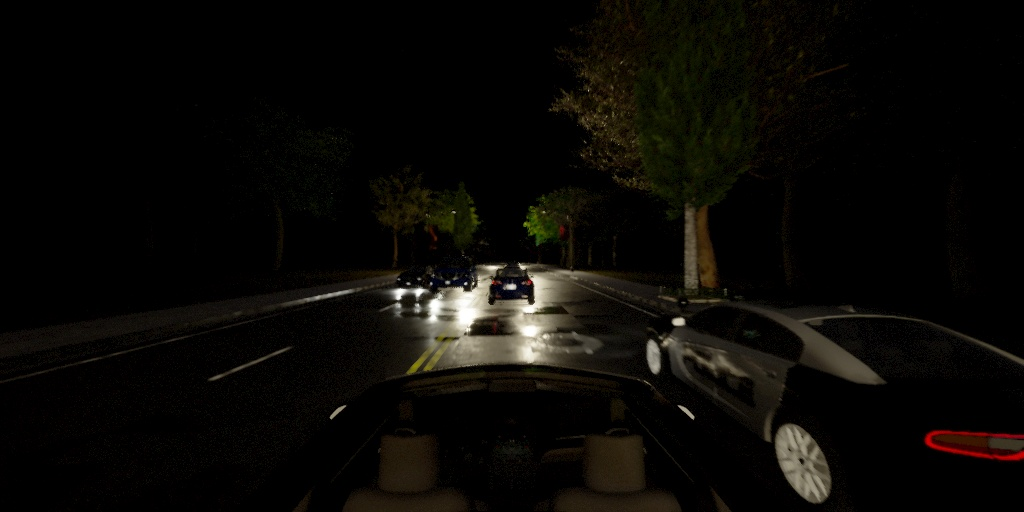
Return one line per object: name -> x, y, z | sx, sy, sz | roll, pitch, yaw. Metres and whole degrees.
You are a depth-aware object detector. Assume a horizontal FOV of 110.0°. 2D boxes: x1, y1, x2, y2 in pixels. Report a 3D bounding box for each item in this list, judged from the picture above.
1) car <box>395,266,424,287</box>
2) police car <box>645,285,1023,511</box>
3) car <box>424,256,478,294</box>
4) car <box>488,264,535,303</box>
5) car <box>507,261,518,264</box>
car -> -6.542, 1.380, 25.367 | 2.033, 1.411, 5.357 | 0, 0, 1
police car -> 3.249, 1.183, 4.426 | 1.930, 1.638, 5.238 | 0, 0, 0
car -> -3.323, 1.039, 21.415 | 2.150, 2.045, 5.566 | 0, -1, 0
car -> -0.019, 1.300, 16.895 | 2.163, 1.488, 4.792 | 0, 0, 0
car -> 0.079, 1.444, 38.168 | 2.033, 1.411, 5.357 | 0, 0, 0
